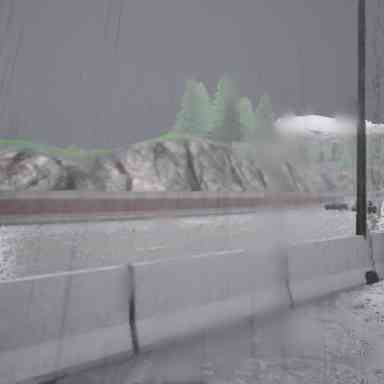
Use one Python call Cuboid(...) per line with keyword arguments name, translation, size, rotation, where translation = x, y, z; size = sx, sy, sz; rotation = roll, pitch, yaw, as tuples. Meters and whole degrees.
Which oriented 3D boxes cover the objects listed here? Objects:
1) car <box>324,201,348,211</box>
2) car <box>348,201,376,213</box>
Cuboid(name="car", translation=(18.923, 1.807, 43.484), size=(1.895, 1.301, 4.718), rotation=(0, 0, 41))
Cuboid(name="car", translation=(21.005, 1.770, 40.586), size=(1.994, 1.385, 4.181), rotation=(0, 0, 42))
